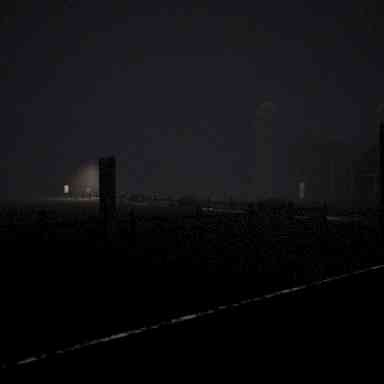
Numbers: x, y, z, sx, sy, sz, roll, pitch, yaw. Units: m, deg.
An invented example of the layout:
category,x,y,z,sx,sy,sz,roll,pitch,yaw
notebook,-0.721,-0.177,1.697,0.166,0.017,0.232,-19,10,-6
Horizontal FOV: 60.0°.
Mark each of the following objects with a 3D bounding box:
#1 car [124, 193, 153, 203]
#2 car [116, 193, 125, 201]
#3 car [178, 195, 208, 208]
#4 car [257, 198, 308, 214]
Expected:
category,x,y,z,sx,sy,sz,roll,pitch,yaw
car,-8.874,1.047,54.796,1.837,1.490,4.892,-1,0,-35
car,-13.511,0.906,66.064,1.837,1.490,4.892,-1,1,-36
car,0.155,1.183,42.179,2.128,1.511,4.902,-1,1,-36
car,8.310,1.299,30.827,1.882,1.535,5.008,-1,1,-36
